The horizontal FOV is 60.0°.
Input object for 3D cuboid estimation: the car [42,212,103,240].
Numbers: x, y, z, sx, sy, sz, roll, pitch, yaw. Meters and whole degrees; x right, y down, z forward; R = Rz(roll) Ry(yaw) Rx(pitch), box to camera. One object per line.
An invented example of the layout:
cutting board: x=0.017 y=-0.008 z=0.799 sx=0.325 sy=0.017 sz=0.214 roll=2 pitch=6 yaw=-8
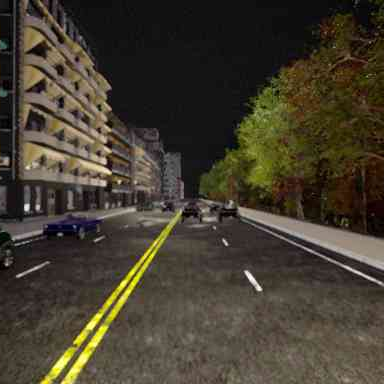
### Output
car: x=-6.553 y=1.837 z=18.745 sx=1.895 sy=1.301 sz=4.718 roll=0 pitch=-1 yaw=0

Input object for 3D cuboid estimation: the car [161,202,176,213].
car: x=-3.262 y=2.151 z=47.036 sx=1.837 sy=1.490 sz=4.892 roll=0 pitch=-1 yaw=0

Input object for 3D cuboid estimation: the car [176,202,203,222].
car: x=0.003 y=1.869 z=29.963 sx=2.128 sy=1.511 sz=4.902 roll=0 pitch=-1 yaw=0

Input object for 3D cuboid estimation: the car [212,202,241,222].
car: x=3.253 y=1.869 z=29.967 sx=2.128 sy=1.511 sz=4.902 roll=0 pitch=-1 yaw=0

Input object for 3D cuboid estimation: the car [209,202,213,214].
car: x=3.275 y=2.039 z=43.291 sx=2.128 sy=1.511 sz=4.902 roll=0 pitch=-1 yaw=0

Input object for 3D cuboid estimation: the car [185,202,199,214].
car: x=0.030 y=2.079 z=43.760 sx=1.812 sy=1.442 sz=4.674 roll=0 pitch=-1 yaw=0

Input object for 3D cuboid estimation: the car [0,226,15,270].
car: x=-6.592 y=1.459 z=8.489 sx=2.097 sy=1.767 sz=4.553 roll=0 pitch=-1 yaw=0

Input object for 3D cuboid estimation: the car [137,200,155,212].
car: x=-6.512 y=1.989 z=47.068 sx=2.097 sy=1.767 sz=4.553 roll=0 pitch=-1 yaw=0
